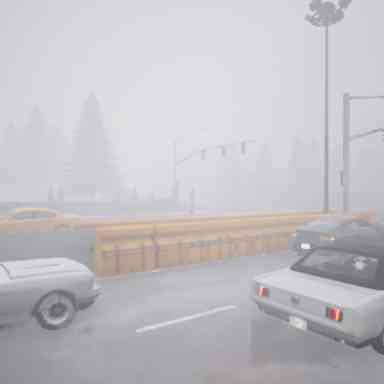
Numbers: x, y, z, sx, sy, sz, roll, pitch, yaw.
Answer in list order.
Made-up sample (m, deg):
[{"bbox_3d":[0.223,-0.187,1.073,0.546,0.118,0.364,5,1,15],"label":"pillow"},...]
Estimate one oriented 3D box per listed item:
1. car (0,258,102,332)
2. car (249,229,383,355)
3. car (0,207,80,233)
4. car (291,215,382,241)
[{"bbox_3d":[-3.946,1.599,5.224,4.718,1.301,1.895,0,0,-35],"label":"car"},{"bbox_3d":[3.359,1.623,6.109,4.718,1.301,1.895,0,0,-35],"label":"car"},{"bbox_3d":[-7.831,1.486,15.579,5.008,1.535,1.882,0,0,-35],"label":"car"},{"bbox_3d":[5.483,1.567,11.896,4.674,1.442,1.812,0,0,-35],"label":"car"}]
